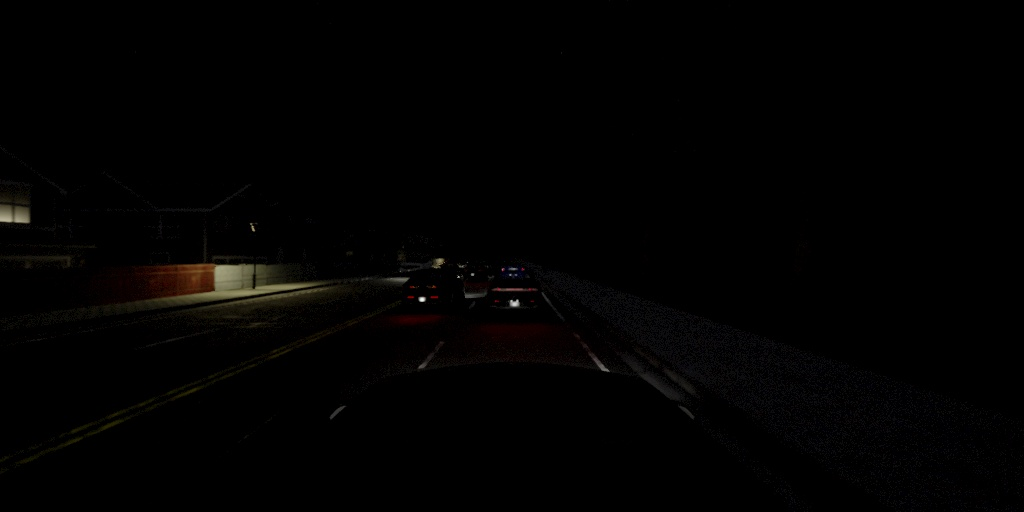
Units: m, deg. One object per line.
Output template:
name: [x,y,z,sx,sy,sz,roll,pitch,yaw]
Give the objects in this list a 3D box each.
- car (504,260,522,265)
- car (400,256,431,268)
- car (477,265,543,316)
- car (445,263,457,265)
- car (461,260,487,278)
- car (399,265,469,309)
car: [0.085,1.152,29.918,2.097,1.767,4.553,0,0,0]
car: [-9.857,1.032,37.063,2.150,2.045,5.566,0,0,0]
car: [0.088,1.263,13.438,2.128,1.511,4.902,0,0,0]
car: [-6.603,1.378,37.879,1.994,1.385,4.181,0,0,0]
car: [-3.163,1.328,31.146,1.812,1.442,4.674,0,0,0]
car: [-3.161,1.278,15.051,1.837,1.490,4.892,0,0,0]
